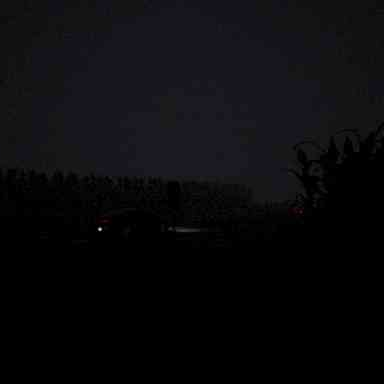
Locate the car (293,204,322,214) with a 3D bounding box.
[{"bbox_3d":[15.130,2.249,43.983,1.895,1.301,4.718,-1,-1,37],"label":"car"}]

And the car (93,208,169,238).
[{"bbox_3d":[-3.326,1.715,19.196,1.837,1.490,4.892,-1,-1,37],"label":"car"}]

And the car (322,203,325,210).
[{"bbox_3d":[21.123,2.310,52.146,1.812,1.442,4.674,-1,-1,37],"label":"car"}]
